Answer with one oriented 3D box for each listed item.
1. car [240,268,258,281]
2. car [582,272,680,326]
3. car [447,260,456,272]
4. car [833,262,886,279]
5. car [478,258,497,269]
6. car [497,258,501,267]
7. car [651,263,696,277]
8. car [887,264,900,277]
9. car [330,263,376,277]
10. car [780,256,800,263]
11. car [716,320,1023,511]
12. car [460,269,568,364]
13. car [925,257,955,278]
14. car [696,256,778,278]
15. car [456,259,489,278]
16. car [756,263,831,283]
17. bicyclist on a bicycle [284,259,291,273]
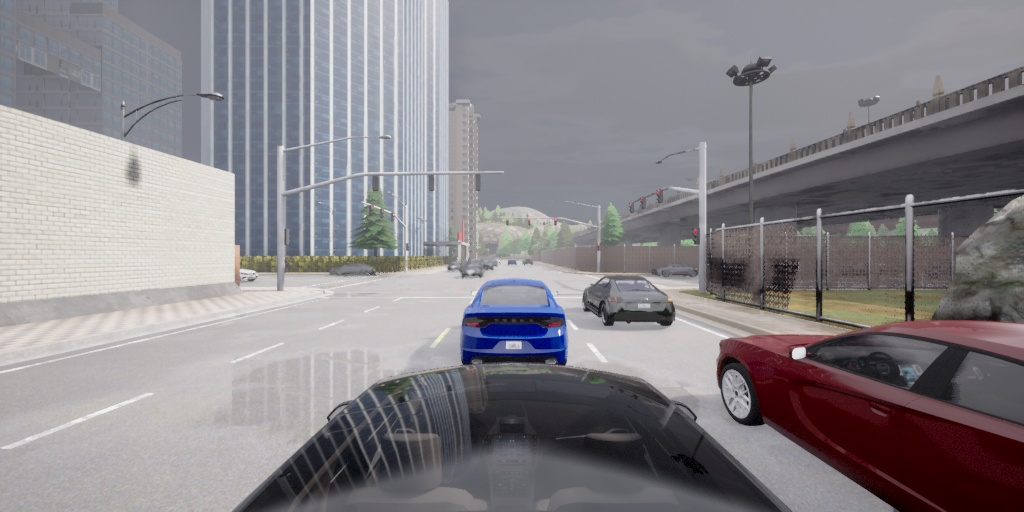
[{"bbox_3d":[-22.633,1.331,28.189,4.674,1.442,1.812,0,0,0],"label":"car"},{"bbox_3d":[3.576,1.314,11.679,1.994,1.385,4.181,0,0,0],"label":"car"},{"bbox_3d":[-7.089,1.241,46.046,2.128,1.511,4.902,0,0,0],"label":"car"},{"bbox_3d":[29.769,1.406,31.967,4.718,1.301,1.895,0,0,0],"label":"car"},{"bbox_3d":[-3.586,1.102,49.487,2.097,1.767,4.553,0,0,0],"label":"car"},{"bbox_3d":[-3.539,1.297,65.143,2.033,1.411,5.357,0,0,0],"label":"car"},{"bbox_3d":[16.022,1.369,35.445,4.181,1.385,1.994,0,0,0],"label":"car"},{"bbox_3d":[35.557,1.331,35.466,4.674,1.442,1.812,0,0,0],"label":"car"},{"bbox_3d":[-15.861,1.370,35.855,4.181,1.385,1.994,0,0,-4],"label":"car"},{"bbox_3d":[25.378,1.027,35.467,5.566,2.045,2.150,0,0,-1],"label":"car"},{"bbox_3d":[3.601,1.228,2.685,1.882,1.535,5.008,0,0,0],"label":"car"},{"bbox_3d":[0.054,1.228,8.019,1.882,1.535,5.008,0,0,1],"label":"car"},{"bbox_3d":[40.477,1.027,31.971,5.566,2.045,2.150,0,0,0],"label":"car"},{"bbox_3d":[20.000,1.027,31.949,5.566,2.045,2.150,0,0,0],"label":"car"},{"bbox_3d":[-3.593,1.272,33.448,2.128,1.511,4.902,0,0,0],"label":"car"},{"bbox_3d":[21.776,1.406,28.232,4.718,1.301,1.895,0,0,0],"label":"car"},{"bbox_3d":[-25.294,1.106,40.146,0.582,1.620,1.656,0,0,0],"label":"bicyclist on a bicycle"}]
